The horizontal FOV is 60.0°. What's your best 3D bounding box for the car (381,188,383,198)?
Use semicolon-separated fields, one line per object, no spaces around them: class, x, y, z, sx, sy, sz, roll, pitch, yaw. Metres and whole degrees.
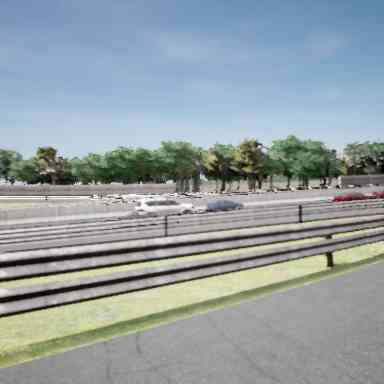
car;25.788;0.221;43.937;4.674;1.442;1.812;-3;2;-20

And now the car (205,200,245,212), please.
car;3.508;1.511;35.723;4.181;1.385;1.994;-3;2;-20

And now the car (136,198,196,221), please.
car;-2.429;1.560;29.801;5.566;2.045;2.150;-3;2;-20

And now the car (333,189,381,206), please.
car;18.250;0.688;37.428;5.008;1.535;1.882;-3;2;-20

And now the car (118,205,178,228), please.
car;-3.615;2.080;25.636;4.181;1.385;1.994;-3;2;-20
